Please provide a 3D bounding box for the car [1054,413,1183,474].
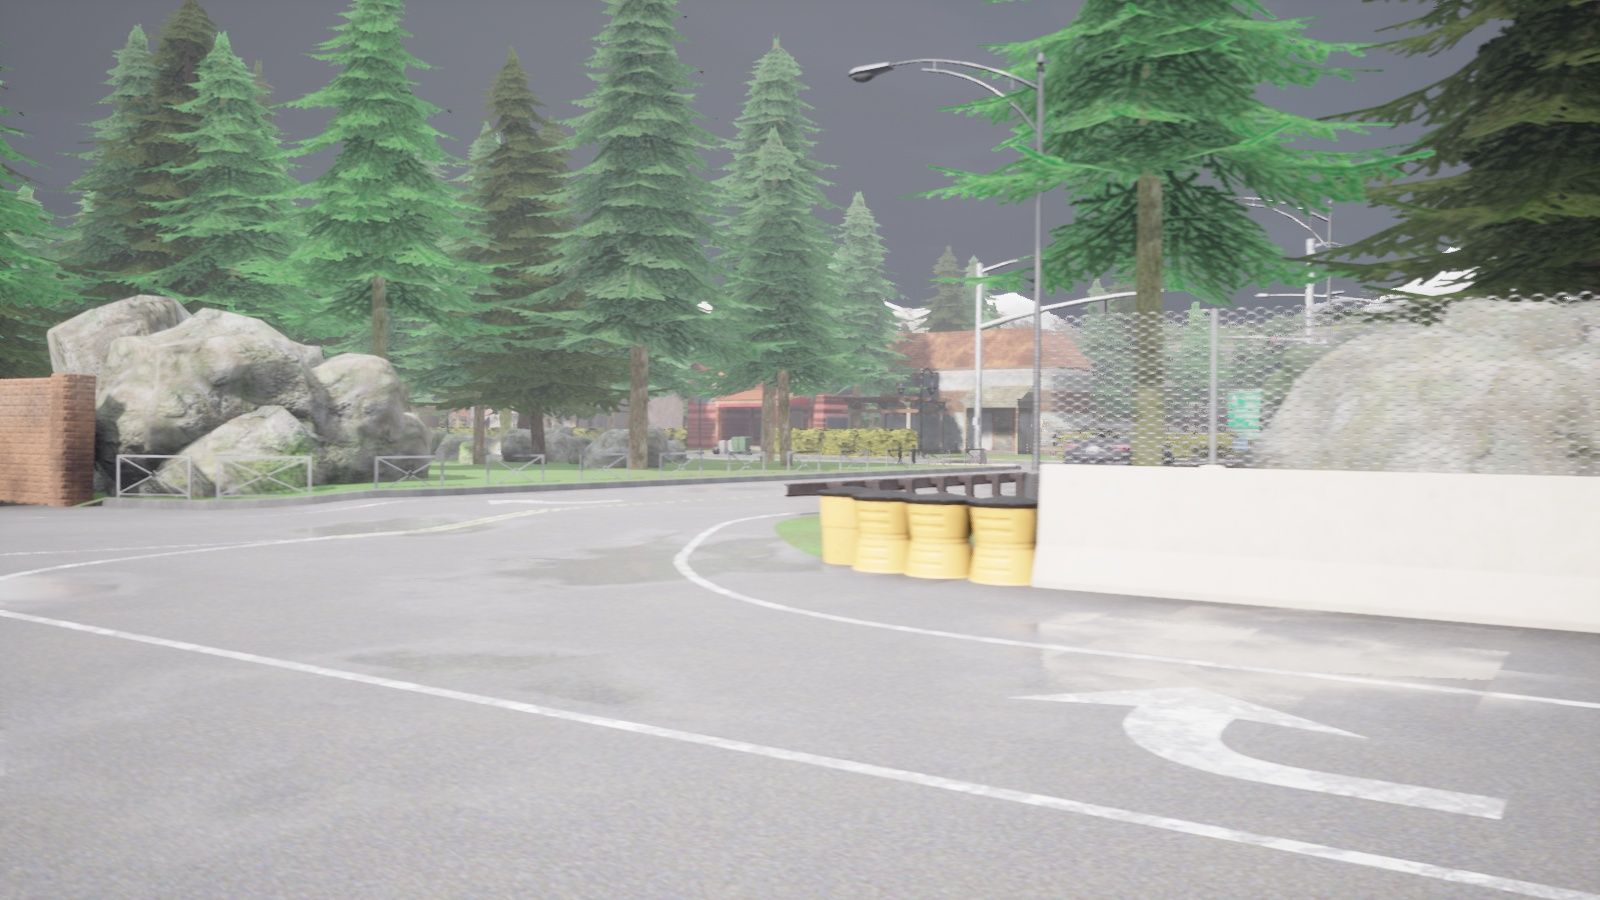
[{"bbox_3d":[9.459,-0.212,37.049,2.242,1.667,4.611,0,1,34],"label":"car"}]
